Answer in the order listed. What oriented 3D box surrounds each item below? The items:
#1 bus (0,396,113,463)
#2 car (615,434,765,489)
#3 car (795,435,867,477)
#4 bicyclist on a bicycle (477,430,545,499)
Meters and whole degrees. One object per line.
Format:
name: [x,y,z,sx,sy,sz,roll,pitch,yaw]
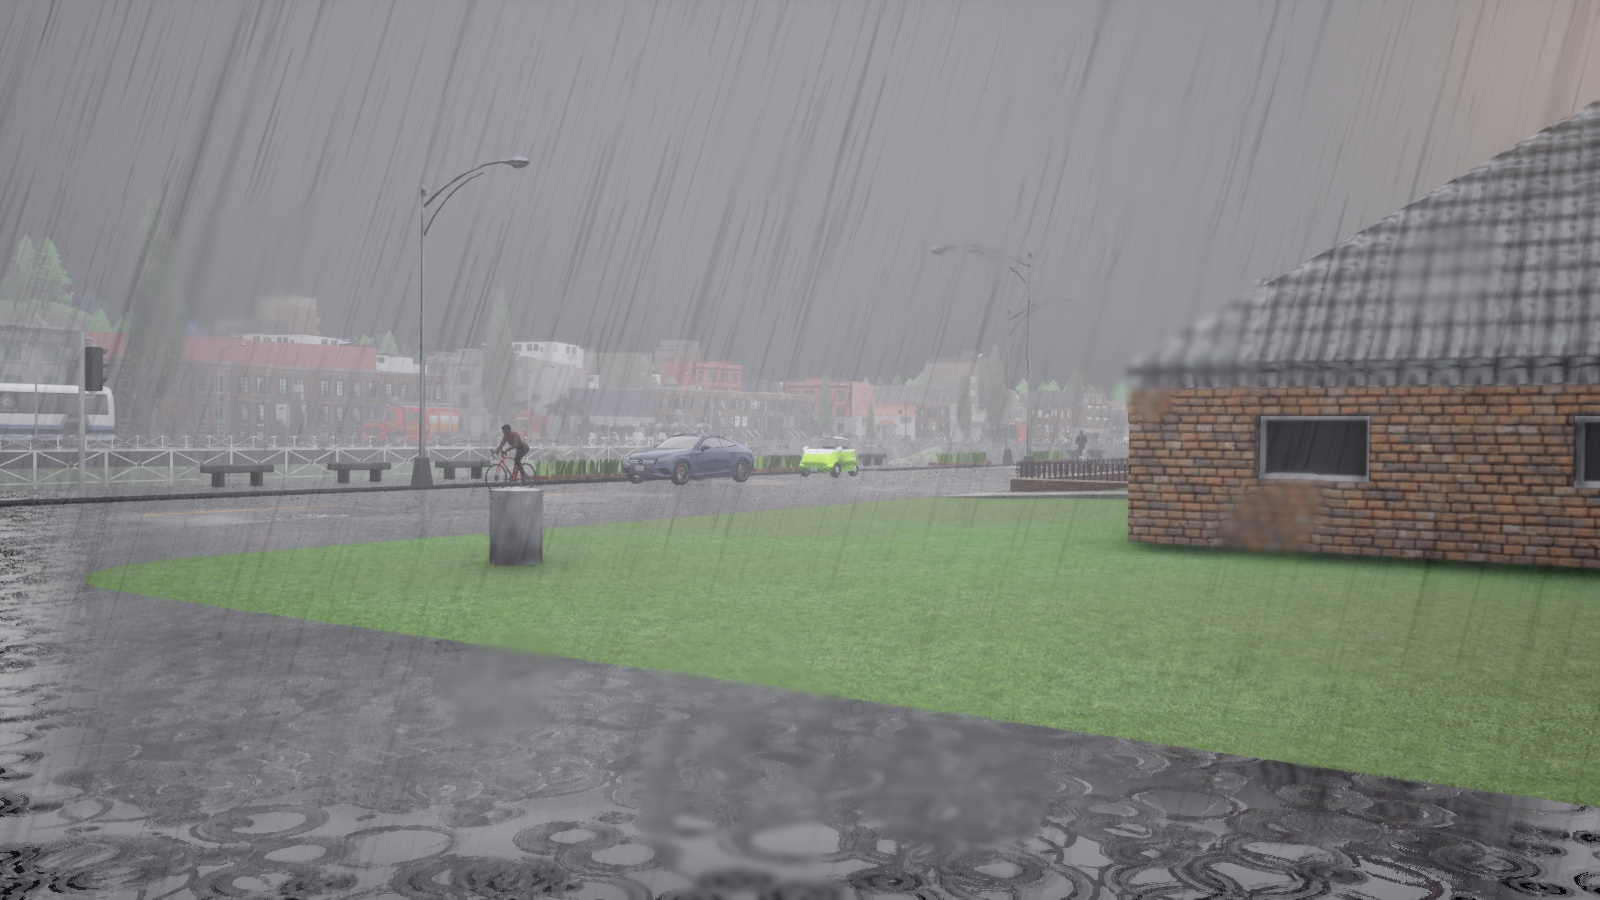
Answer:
bus: [-51.387,-1.306,82.502,3.944,4.253,10.273,0,1,34]
car: [-3.120,0.287,36.502,1.812,1.442,4.674,0,1,34]
car: [1.065,0.192,42.806,1.481,1.376,2.207,0,1,34]
bicyclist on a bicycle: [-7.035,0.330,30.608,0.582,1.620,1.656,0,1,34]
